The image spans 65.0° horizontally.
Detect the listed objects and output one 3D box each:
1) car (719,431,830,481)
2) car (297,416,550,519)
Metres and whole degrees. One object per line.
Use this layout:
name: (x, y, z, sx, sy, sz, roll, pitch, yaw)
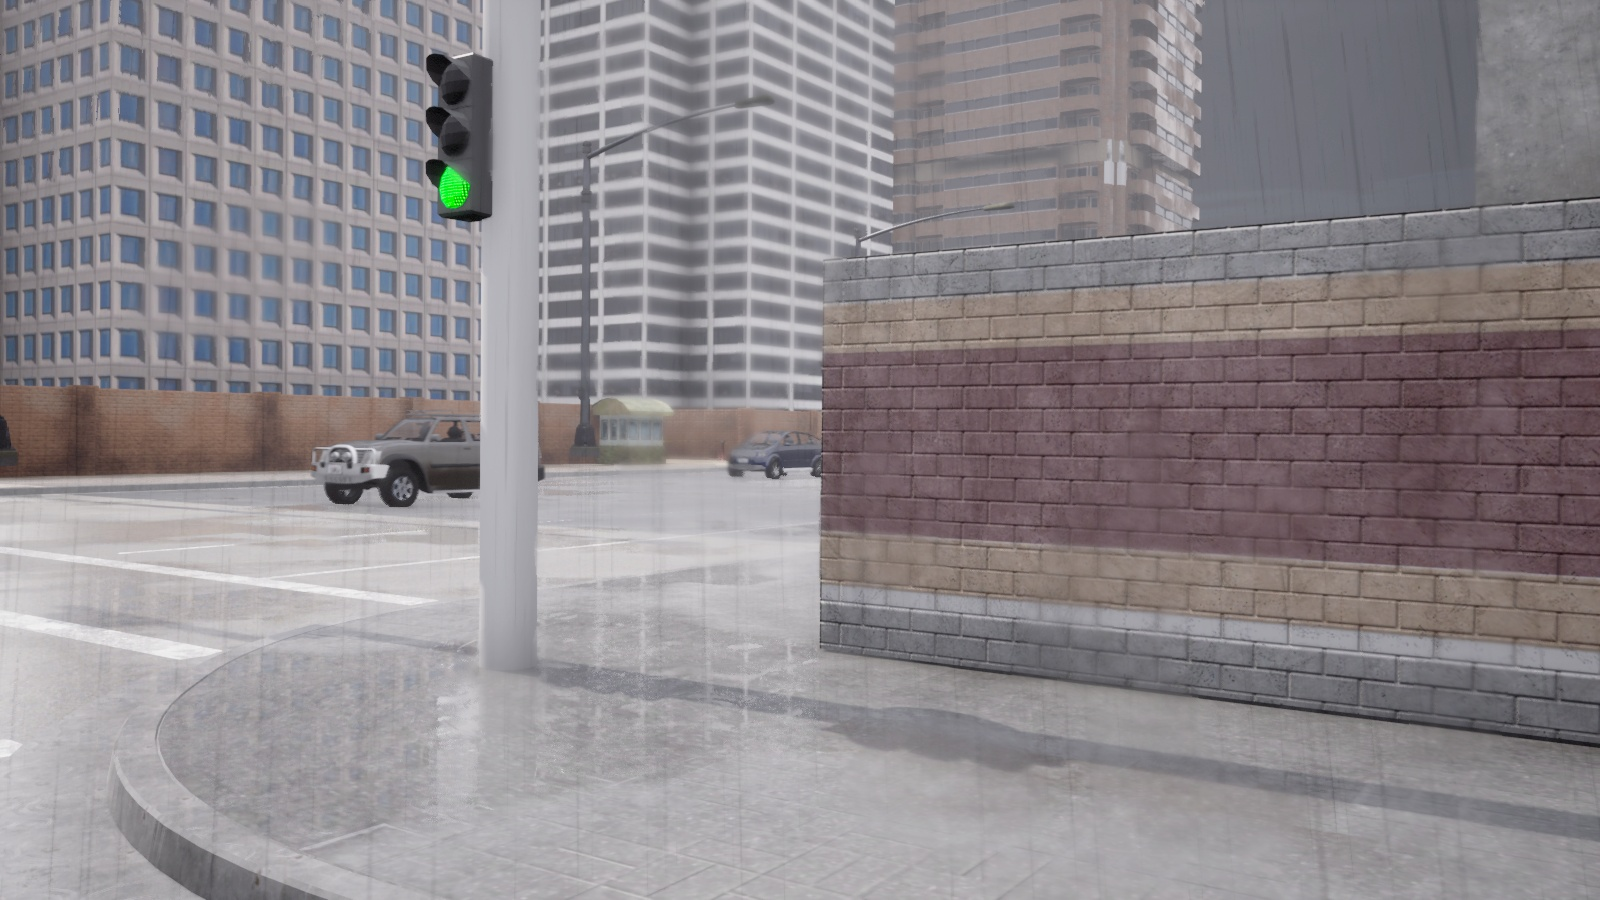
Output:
car: (-0.770, 0.159, 40.836, 1.789, 1.549, 3.705, 0, 1, 34)
car: (-7.330, 0.274, 24.908, 1.932, 1.855, 4.605, 0, 1, 34)
